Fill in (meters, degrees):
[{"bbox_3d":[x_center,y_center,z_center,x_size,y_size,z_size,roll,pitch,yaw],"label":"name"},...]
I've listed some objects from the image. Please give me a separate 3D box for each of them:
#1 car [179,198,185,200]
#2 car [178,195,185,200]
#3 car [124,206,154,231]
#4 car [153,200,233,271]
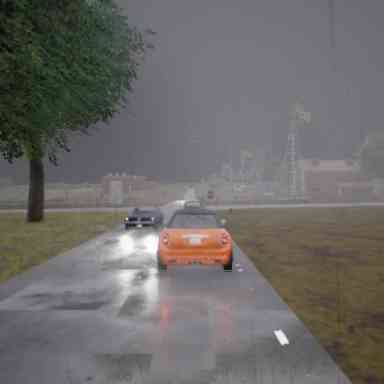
[{"bbox_3d":[0.073,1.444,25.609,1.837,1.490,4.892,0,0,0],"label":"car"},{"bbox_3d":[-2.794,1.723,90.534,1.837,1.490,4.892,0,-1,0],"label":"car"},{"bbox_3d":[-2.852,1.545,20.348,1.895,1.301,4.718,0,0,0],"label":"car"},{"bbox_3d":[0.083,1.314,10.946,2.097,1.767,4.553,0,0,0],"label":"car"}]
